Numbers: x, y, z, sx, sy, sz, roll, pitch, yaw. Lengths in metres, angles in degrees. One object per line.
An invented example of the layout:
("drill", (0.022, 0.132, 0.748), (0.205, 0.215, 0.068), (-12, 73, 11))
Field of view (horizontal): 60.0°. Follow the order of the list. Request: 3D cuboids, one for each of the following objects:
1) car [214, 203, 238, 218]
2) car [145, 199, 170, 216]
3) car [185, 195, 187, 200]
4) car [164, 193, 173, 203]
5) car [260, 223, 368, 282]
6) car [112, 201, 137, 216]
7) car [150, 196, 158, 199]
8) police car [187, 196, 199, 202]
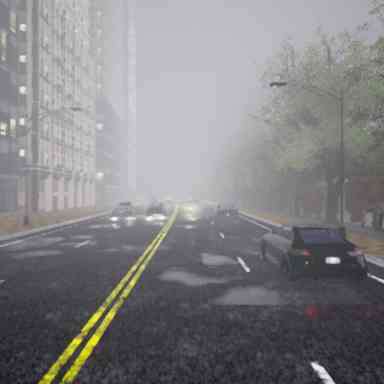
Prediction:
("car", (3.159, 1.729, 31.994), (1.895, 1.301, 4.718), (0, 0, -1))
("car", (-3.581, 1.702, 33.888), (1.994, 1.385, 4.181), (0, 0, -1))
("car", (-0.285, 1.870, 95.231), (1.812, 1.442, 4.674), (0, 0, -5))
("car", (-5.302, 1.641, 75.532), (1.882, 1.535, 5.008), (0, 0, -4))
("car", (3.354, 1.606, 9.919), (1.994, 1.385, 4.181), (0, 0, 0))
("car", (-6.833, 1.665, 34.043), (1.812, 1.442, 4.674), (0, 0, -1))
("car", (-8.544, 1.665, 75.313), (1.837, 1.490, 4.892), (0, 0, -4))
("police car", (0.606, 1.816, 84.210), (2.038, 1.542, 4.974), (0, 0, -4))
